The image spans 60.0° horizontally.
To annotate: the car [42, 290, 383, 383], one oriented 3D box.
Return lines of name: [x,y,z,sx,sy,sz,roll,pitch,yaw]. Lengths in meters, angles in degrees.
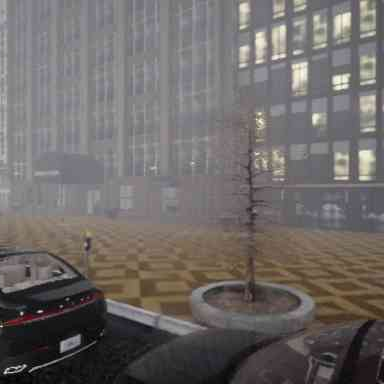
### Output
car: [1.304,1.551,1.950,4.403,1.369,2.008,0,0,35]

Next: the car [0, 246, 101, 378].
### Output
car: [-3.193,1.521,5.157,4.403,1.369,2.008,0,0,35]
